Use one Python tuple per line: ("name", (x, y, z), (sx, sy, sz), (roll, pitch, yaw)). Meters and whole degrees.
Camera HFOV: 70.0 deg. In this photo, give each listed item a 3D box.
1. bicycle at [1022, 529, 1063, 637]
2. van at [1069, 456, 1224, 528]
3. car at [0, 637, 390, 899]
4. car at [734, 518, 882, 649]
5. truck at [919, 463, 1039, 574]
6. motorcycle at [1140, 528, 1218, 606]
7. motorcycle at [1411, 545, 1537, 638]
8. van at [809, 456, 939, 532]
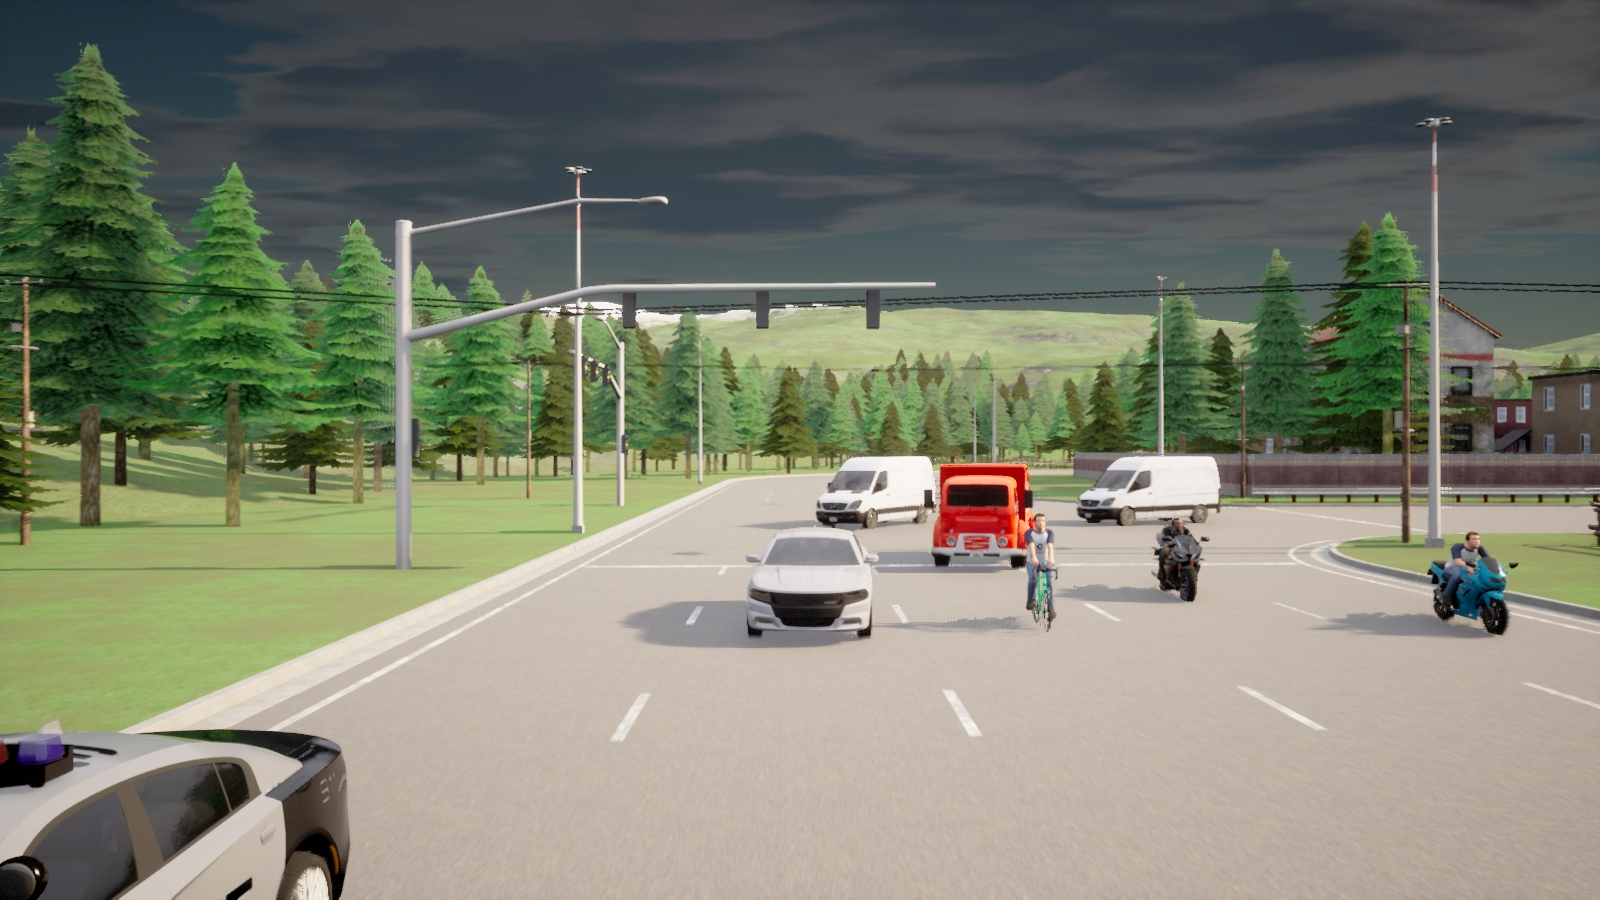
("bicycle", (3.805, 2.056, 18.028), (0.373, 1.496, 1.643), (0, 0, 3))
("van", (13.211, 1.534, 43.410), (5.915, 2.561, 1.988), (0, 0, -28))
("car", (-3.603, 1.982, 4.488), (2.097, 1.638, 5.238), (0, 0, 0))
("car", (0.220, 2.034, 18.637), (2.097, 1.535, 5.006), (0, 0, 3))
("truck", (4.583, 1.571, 28.513), (2.627, 2.467, 5.204), (0, 0, 13))
("motorcycle", (7.216, 2.205, 21.895), (0.867, 1.251, 2.209), (1, 0, 3))
("motorcycle", (10.537, 2.186, 17.958), (0.803, 1.199, 2.033), (0, 0, 1))
("van", (2.828, 1.534, 42.085), (1.988, 2.561, 5.915), (-1, 0, 35))
